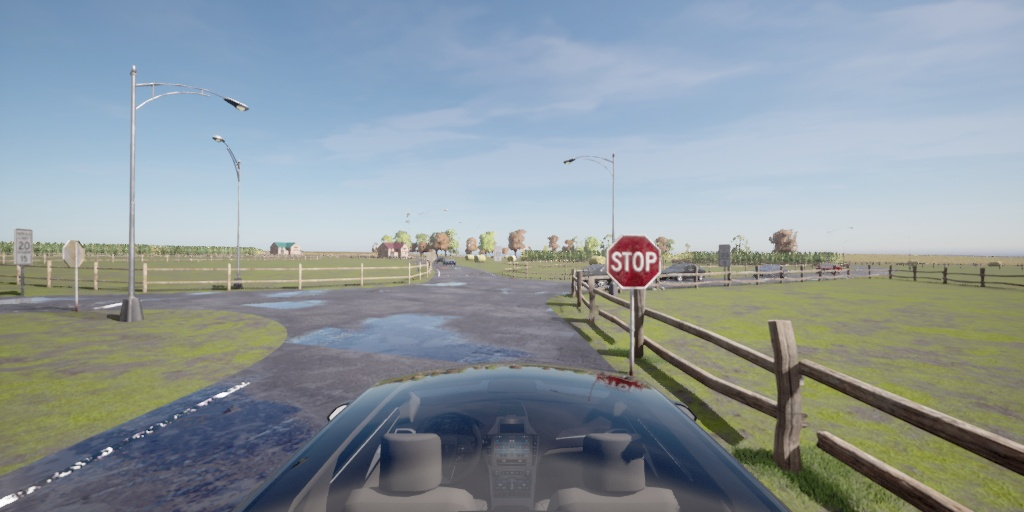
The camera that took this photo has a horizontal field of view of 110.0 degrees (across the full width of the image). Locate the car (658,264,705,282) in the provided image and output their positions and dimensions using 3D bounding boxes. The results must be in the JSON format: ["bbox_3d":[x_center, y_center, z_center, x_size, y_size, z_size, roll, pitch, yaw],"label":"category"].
[{"bbox_3d":[14.808,1.440,31.302,4.892,1.490,1.837,0,0,-29],"label":"car"}]

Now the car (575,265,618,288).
[{"bbox_3d":[6.396,1.318,23.515,4.902,1.511,2.128,1,-1,-28],"label":"car"}]

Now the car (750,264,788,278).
[{"bbox_3d":[28.189,1.635,39.237,5.357,1.411,2.033,1,0,-32],"label":"car"}]
